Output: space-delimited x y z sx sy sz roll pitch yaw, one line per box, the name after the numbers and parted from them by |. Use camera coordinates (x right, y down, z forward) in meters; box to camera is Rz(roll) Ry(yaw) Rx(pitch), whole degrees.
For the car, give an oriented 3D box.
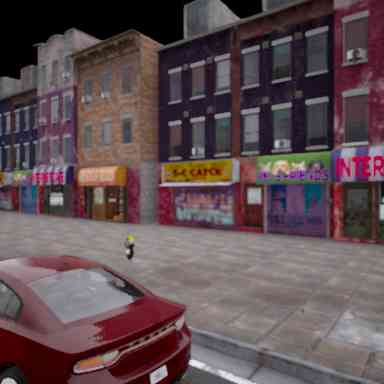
-2.116 1.500 4.335 4.507 1.381 1.887 1 0 36 | car
